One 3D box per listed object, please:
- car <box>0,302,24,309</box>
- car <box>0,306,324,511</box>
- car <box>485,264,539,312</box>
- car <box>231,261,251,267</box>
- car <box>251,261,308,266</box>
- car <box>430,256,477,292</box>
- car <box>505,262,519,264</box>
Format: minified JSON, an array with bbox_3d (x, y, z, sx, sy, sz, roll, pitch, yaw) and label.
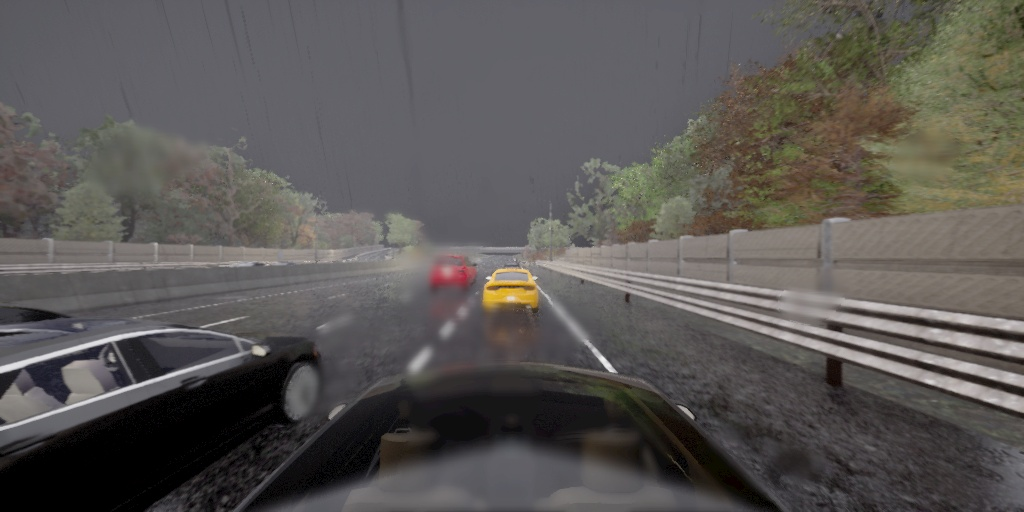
[{"bbox_3d":[-6.900,1.257,4.214,1.837,1.490,4.892,0,0,0],"label":"car"},{"bbox_3d":[-3.401,1.242,2.814,2.128,1.511,4.902,0,0,0],"label":"car"},{"bbox_3d":[-0.004,1.240,14.242,1.882,1.535,5.008,0,0,0],"label":"car"},{"bbox_3d":[-24.580,1.327,33.512,1.812,1.442,4.674,0,0,0],"label":"car"},{"bbox_3d":[-21.085,1.325,32.798,1.812,1.442,4.674,0,0,0],"label":"car"},{"bbox_3d":[-3.407,0.995,21.683,2.150,2.045,5.566,0,0,0],"label":"car"},{"bbox_3d":[-0.009,1.299,36.324,2.128,1.511,4.902,0,0,0],"label":"car"}]
